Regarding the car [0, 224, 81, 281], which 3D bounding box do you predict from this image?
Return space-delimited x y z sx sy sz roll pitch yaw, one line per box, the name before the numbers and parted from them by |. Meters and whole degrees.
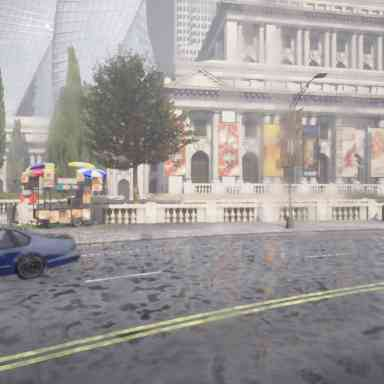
car | -5.676 1.548 8.406 5.357 1.411 2.033 0 0 -34
